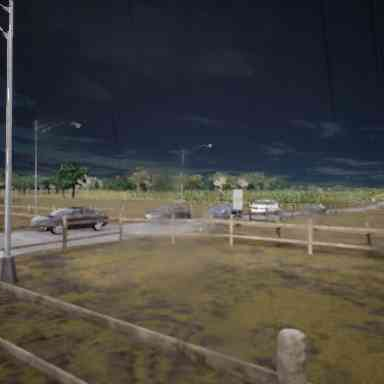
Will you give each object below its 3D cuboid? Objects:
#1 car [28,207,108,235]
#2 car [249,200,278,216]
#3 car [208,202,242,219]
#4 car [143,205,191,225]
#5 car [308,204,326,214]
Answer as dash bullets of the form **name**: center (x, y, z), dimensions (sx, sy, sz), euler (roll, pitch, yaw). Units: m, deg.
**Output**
- **car**: center (-7.472, 1.696, 20.506), dimensions (1.837, 1.490, 4.892), euler (1, 0, 35)
- **car**: center (9.686, 2.112, 44.772), dimensions (2.150, 2.045, 5.566), euler (1, -1, 36)
- **car**: center (3.598, 1.975, 36.206), dimensions (2.097, 1.767, 4.553), euler (1, -1, 35)
- **car**: center (-2.044, 1.885, 28.209), dimensions (2.128, 1.511, 4.902), euler (1, -1, 35)
- **car**: center (21.075, 2.734, 55.909), dimensions (2.097, 1.767, 4.553), euler (1, -1, 35)
